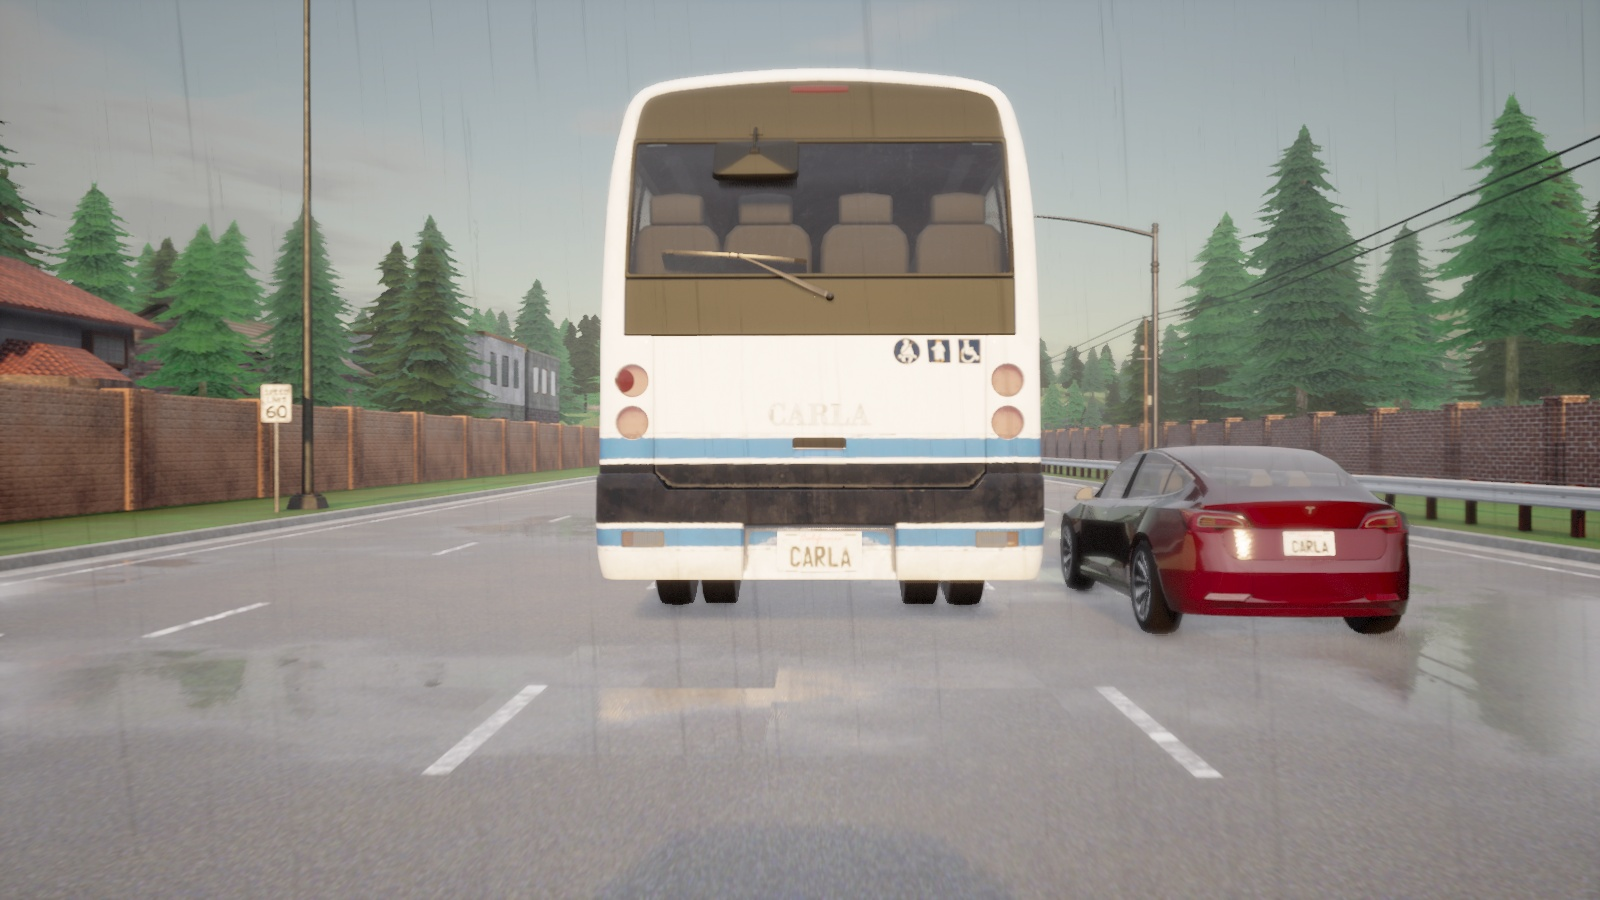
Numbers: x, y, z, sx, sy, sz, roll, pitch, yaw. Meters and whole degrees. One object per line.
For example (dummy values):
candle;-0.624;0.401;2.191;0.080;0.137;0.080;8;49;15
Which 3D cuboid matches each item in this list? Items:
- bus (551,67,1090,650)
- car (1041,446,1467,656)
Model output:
bus;0.227;-0.686;14.331;3.944;4.253;10.273;0;0;1
car;3.678;0.705;11.309;2.163;1.488;4.792;0;0;1
